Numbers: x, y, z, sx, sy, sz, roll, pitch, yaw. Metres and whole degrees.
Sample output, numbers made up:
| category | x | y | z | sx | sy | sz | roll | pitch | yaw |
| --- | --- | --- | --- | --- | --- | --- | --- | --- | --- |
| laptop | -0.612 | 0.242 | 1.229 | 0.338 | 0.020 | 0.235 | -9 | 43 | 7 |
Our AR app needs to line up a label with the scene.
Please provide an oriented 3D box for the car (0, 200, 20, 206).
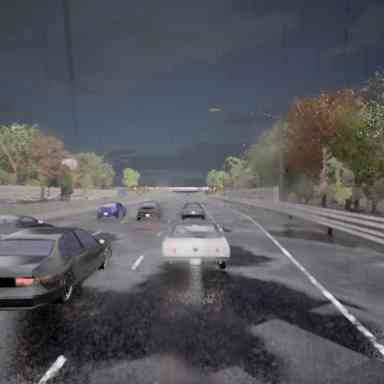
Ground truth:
| category | x | y | z | sx | sy | sz | roll | pitch | yaw |
| --- | --- | --- | --- | --- | --- | --- | --- | --- | --- |
| car | -17.582 | 1.546 | 30.893 | 2.128 | 1.511 | 4.902 | 0 | 0 | 0 |

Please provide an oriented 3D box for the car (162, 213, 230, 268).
| category | x | y | z | sx | sy | sz | roll | pitch | yaw |
| --- | --- | --- | --- | --- | --- | --- | --- | --- | --- |
| car | 0.103 | 1.618 | 11.284 | 1.895 | 1.301 | 4.718 | 0 | 0 | 0 |

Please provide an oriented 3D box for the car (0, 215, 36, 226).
| category | x | y | z | sx | sy | sz | roll | pitch | yaw |
| --- | --- | --- | --- | --- | --- | --- | --- | --- | --- |
| car | -6.898 | 1.584 | 12.895 | 1.994 | 1.385 | 4.181 | 0 | 0 | 0 |

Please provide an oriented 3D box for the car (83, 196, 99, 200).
| category | x | y | z | sx | sy | sz | roll | pitch | yaw |
| --- | --- | --- | --- | --- | --- | --- | --- | --- | --- |
| car | -20.976 | 1.663 | 70.628 | 1.895 | 1.301 | 4.718 | 0 | 0 | 0 |

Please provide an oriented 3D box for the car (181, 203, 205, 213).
| category | x | y | z | sx | sy | sz | roll | pitch | yaw |
| --- | --- | --- | --- | --- | --- | --- | --- | --- | --- |
| car | 0.107 | 1.614 | 28.610 | 1.994 | 1.385 | 4.181 | 0 | 0 | 0 |

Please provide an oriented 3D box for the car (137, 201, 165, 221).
| category | x | y | z | sx | sy | sz | roll | pitch | yaw |
| --- | --- | --- | --- | --- | --- | --- | --- | --- | --- |
| car | -3.392 | 1.553 | 27.952 | 1.837 | 1.490 | 4.892 | 0 | 0 | 0 |

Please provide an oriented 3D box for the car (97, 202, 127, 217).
| category | x | y | z | sx | sy | sz | roll | pitch | yaw |
| --- | --- | --- | --- | --- | --- | --- | --- | --- | --- |
| car | -6.892 | 1.576 | 28.908 | 1.812 | 1.442 | 4.674 | 0 | 0 | 0 |

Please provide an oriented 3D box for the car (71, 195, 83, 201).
| category | x | y | z | sx | sy | sz | roll | pitch | yaw |
| --- | --- | --- | --- | --- | --- | --- | --- | --- | --- |
| car | -24.476 | 1.388 | 71.105 | 2.097 | 1.767 | 4.553 | 0 | 0 | 0 |

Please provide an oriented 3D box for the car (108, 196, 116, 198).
| category | x | y | z | sx | sy | sz | roll | pitch | yaw |
| --- | --- | --- | --- | --- | --- | --- | --- | --- | --- |
| car | -17.476 | 1.676 | 72.545 | 2.033 | 1.411 | 5.357 | 0 | 0 | 0 |

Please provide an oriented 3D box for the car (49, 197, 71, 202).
| category | x | y | z | sx | sy | sz | roll | pitch | yaw |
| --- | --- | --- | --- | --- | --- | --- | --- | --- | --- |
| car | -27.977 | 1.696 | 69.632 | 2.033 | 1.411 | 5.357 | 0 | 0 | 0 |

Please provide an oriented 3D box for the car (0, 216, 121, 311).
| category | x | y | z | sx | sy | sz | roll | pitch | yaw |
| --- | --- | --- | --- | --- | --- | --- | --- | --- | --- |
| car | -3.401 | 1.559 | 8.063 | 2.033 | 1.411 | 5.357 | 0 | 0 | 0 |
